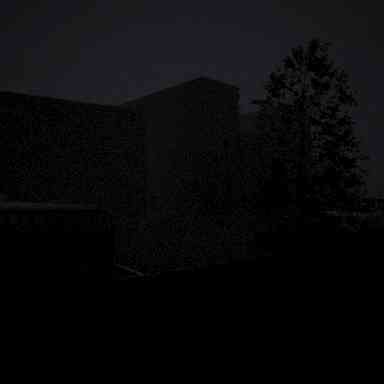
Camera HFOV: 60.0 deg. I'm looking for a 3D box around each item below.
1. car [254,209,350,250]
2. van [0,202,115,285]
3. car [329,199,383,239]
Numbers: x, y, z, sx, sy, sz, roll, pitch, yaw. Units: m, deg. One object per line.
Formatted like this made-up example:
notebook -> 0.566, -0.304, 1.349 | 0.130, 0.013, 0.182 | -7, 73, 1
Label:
car -> 4.756, 1.608, 14.717 | 4.674, 1.452, 2.002 | 2, -1, -39
van -> -4.167, 1.224, 7.865 | 4.442, 1.987, 1.878 | 2, -1, -37
car -> 9.032, 1.372, 18.279 | 5.566, 2.045, 2.435 | 2, -1, -43
